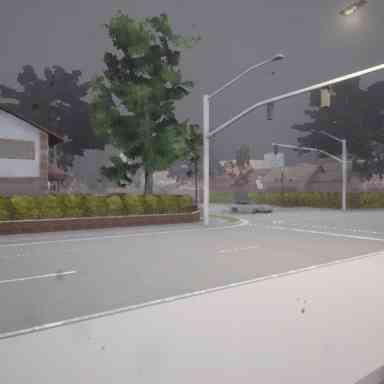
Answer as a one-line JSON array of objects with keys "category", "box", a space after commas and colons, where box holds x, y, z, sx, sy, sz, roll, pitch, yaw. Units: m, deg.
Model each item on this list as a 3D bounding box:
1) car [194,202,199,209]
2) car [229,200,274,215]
[{"category": "car", "box": [-1.098, 1.492, 43.119, 1.895, 1.301, 4.718, 0, 0, -36]}, {"category": "car", "box": [5.903, 1.518, 33.452, 1.895, 1.301, 4.718, 0, 0, -36]}]
